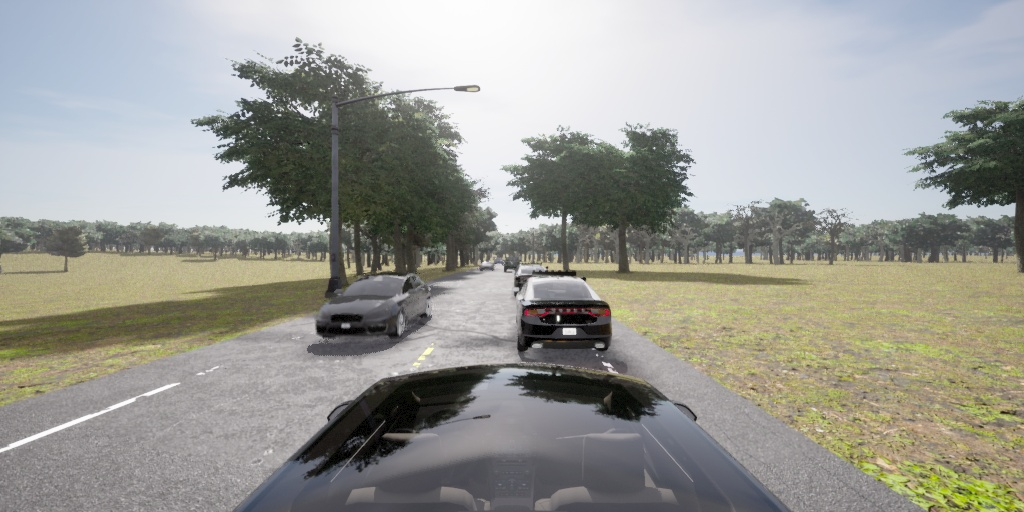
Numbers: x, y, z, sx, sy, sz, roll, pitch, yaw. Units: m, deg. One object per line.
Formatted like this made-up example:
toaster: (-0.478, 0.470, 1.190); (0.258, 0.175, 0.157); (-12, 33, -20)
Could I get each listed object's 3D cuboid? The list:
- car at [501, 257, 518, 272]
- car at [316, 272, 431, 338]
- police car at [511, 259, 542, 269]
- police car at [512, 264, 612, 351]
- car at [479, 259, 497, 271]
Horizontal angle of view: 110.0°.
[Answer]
car: (0.018, 1.106, 48.488); (2.150, 2.045, 5.566); (0, -1, 0)
car: (-3.602, 1.252, 10.195); (1.837, 1.490, 4.892); (0, 0, 0)
police car: (1.045, 1.172, 19.128); (1.930, 1.638, 5.238); (0, 0, 0)
police car: (1.048, 1.173, 9.126); (1.930, 1.638, 5.238); (0, 0, 0)
car: (-3.612, 1.476, 51.767); (1.994, 1.385, 4.181); (0, -1, 0)
